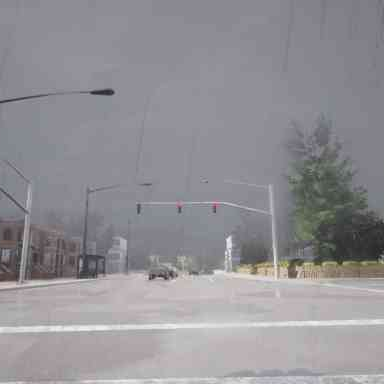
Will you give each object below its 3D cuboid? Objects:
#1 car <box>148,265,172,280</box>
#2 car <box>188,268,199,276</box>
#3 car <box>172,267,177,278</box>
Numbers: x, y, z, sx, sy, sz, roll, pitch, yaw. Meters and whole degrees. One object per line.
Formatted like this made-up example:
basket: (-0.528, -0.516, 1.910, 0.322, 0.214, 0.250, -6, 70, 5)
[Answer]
car: (-3.494, 8.613, 35.594, 1.837, 1.490, 4.892, -1, -13, 0)
car: (0.315, 14.644, 61.313, 2.033, 1.411, 5.357, -1, -13, 0)
car: (-3.444, 11.052, 45.555, 1.895, 1.301, 4.718, -1, -13, 0)
